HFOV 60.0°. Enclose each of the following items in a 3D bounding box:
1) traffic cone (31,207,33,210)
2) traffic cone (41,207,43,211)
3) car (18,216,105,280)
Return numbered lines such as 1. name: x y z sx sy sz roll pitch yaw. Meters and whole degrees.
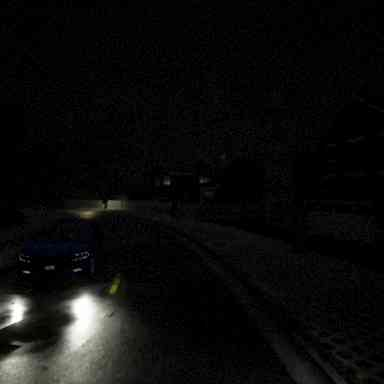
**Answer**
1. traffic cone: -25.124 2.544 52.302 0.340 0.580 0.340 0 -1 -43
2. traffic cone: -21.910 2.502 48.674 0.340 0.580 0.340 0 -1 -40
3. car: -3.930 1.602 10.716 1.882 1.535 5.008 0 0 -9
